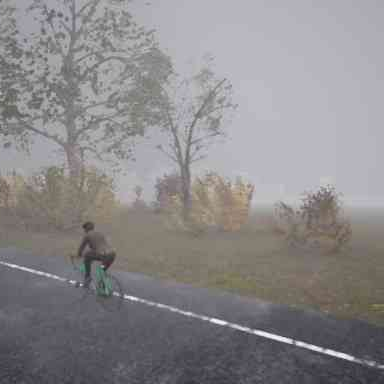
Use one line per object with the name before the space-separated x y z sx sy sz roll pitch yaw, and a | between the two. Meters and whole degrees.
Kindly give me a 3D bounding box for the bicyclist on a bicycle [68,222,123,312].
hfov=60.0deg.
bicyclist on a bicycle | -1.906 1.408 6.418 1.656 1.620 0.582 0 0 35
